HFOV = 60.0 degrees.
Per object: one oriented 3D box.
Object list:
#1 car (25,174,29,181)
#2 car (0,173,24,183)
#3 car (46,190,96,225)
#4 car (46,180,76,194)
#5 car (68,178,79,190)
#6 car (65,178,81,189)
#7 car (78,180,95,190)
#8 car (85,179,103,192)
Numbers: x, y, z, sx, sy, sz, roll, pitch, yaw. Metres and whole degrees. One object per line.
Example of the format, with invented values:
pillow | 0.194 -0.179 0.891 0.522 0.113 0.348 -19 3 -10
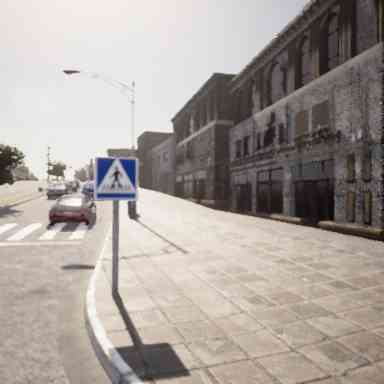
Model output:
car | -44.576 -3.575 83.017 5.366 1.575 1.946 -1 3 -40
car | -42.620 -3.309 77.325 5.008 1.535 2.097 -1 4 -40
car | -6.215 0.833 17.584 1.994 1.385 4.181 1 3 -12
car | -12.659 -0.143 31.852 2.033 1.411 5.357 1 3 -14
car | -15.418 -0.706 41.827 1.895 1.301 4.718 1 3 -17
car | -18.327 -1.393 51.303 2.128 1.511 4.902 1 3 -19
car | -9.811 -0.194 32.817 1.882 1.535 5.008 1 3 -14
car | -12.952 -0.867 44.084 2.128 1.511 4.902 1 3 -17
